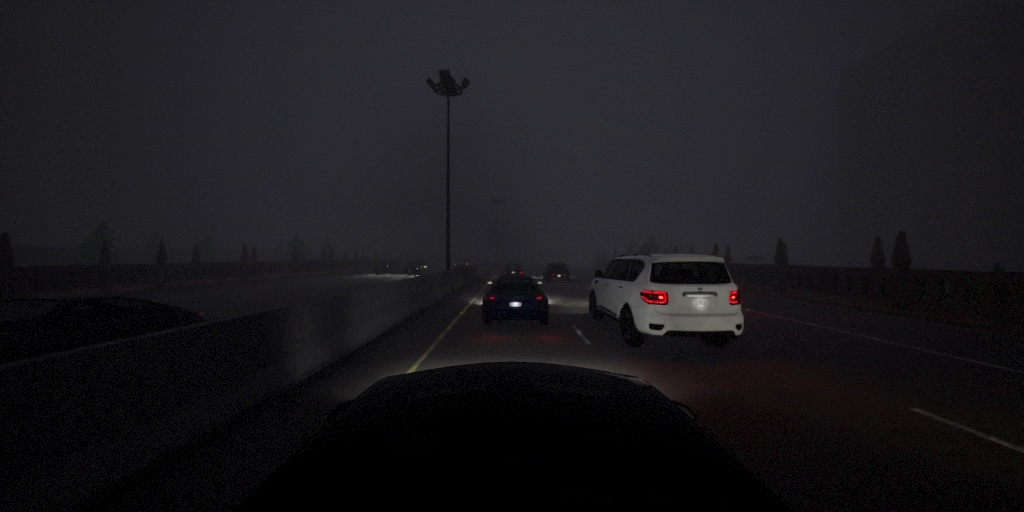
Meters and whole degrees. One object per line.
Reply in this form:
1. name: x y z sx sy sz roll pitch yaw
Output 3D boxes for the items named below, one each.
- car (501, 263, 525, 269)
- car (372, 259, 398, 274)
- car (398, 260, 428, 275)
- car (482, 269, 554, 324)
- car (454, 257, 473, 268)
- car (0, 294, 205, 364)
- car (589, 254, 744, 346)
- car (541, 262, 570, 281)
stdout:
1. car: 0.093 1.297 29.788 2.033 1.411 5.357 0 0 0
2. car: -14.067 1.100 40.513 2.097 1.767 4.553 0 0 1
3. car: -10.578 1.253 39.560 1.837 1.490 4.892 0 0 0
4. car: 0.098 1.314 11.974 1.994 1.385 4.181 0 0 0
5. car: -6.840 1.100 50.682 2.097 1.767 4.553 0 0 3
6. car: -7.101 1.314 5.473 1.994 1.385 4.181 0 0 0
7. car: 3.598 0.971 9.538 2.150 2.045 5.566 0 0 0
8. car: 3.593 1.254 29.746 1.837 1.490 4.892 0 0 0
